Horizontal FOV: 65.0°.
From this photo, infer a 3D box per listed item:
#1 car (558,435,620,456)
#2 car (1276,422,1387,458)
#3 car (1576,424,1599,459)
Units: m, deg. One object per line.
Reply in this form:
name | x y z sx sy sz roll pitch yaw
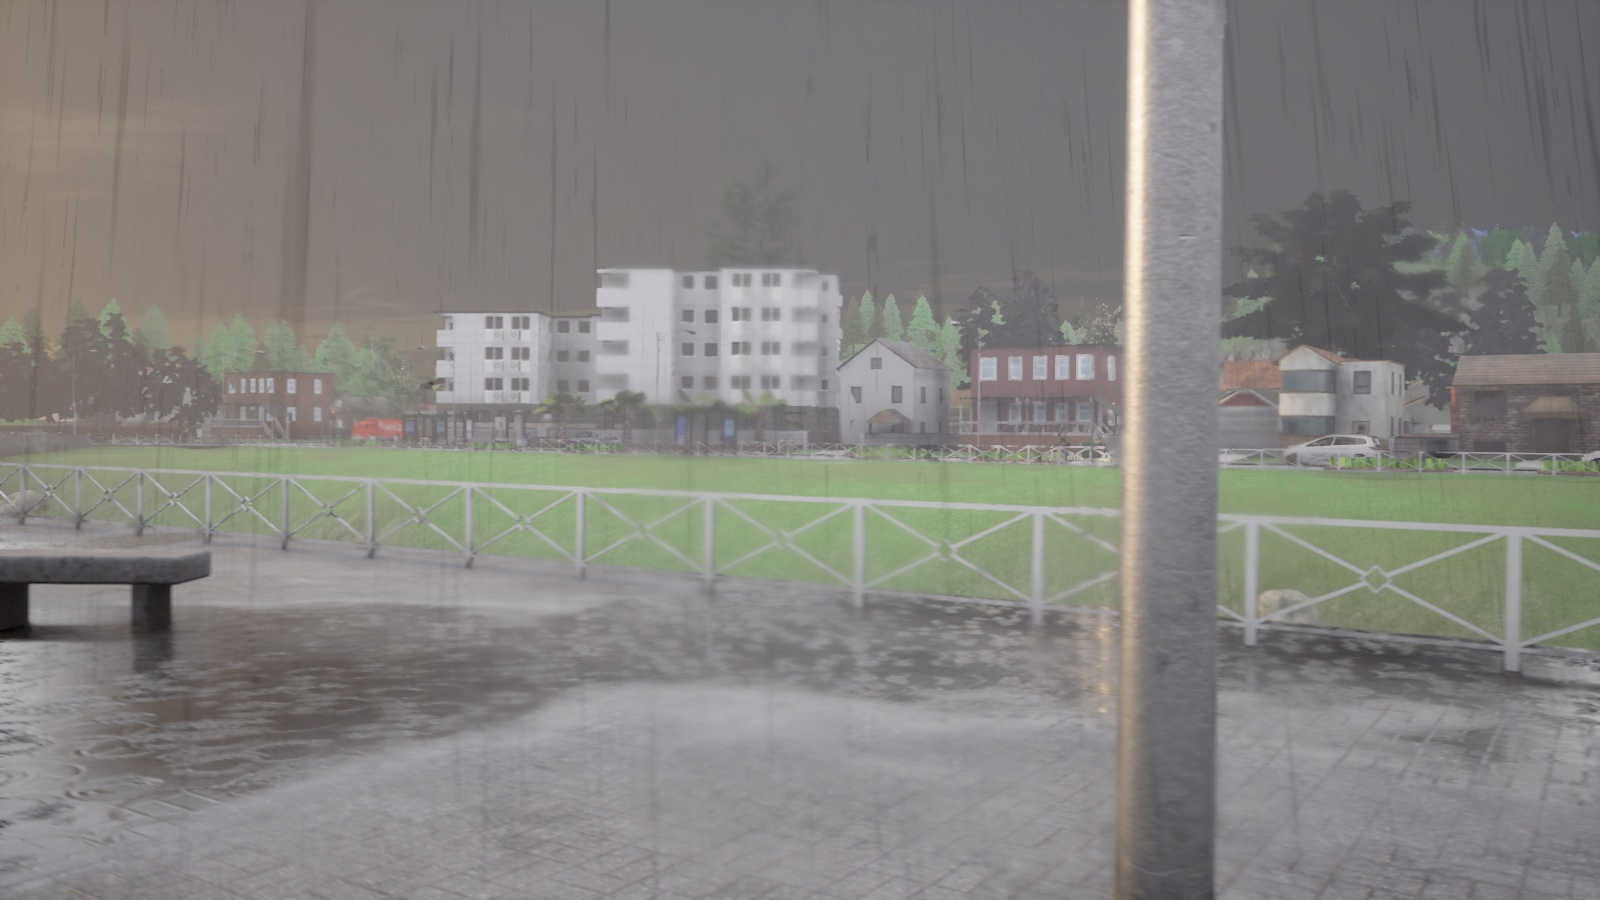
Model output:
car | -14.820 -0.324 88.142 4.193 1.474 1.816 0 1 34
car | 25.848 -0.493 61.108 4.611 1.667 2.242 0 1 34
car | 36.194 -0.390 54.233 4.514 1.525 2.007 0 1 34
